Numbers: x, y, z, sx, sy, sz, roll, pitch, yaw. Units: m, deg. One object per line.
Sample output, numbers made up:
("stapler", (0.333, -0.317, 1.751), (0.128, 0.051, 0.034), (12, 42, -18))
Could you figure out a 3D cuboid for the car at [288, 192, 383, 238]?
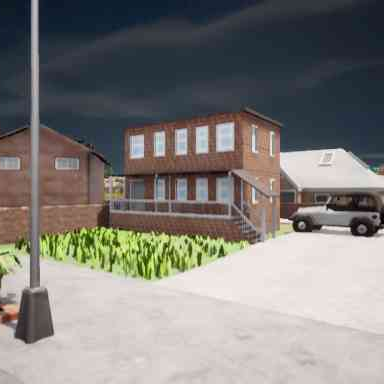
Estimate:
("car", (6.274, 0.930, 14.177), (3.866, 1.878, 1.905), (0, 0, 36))
